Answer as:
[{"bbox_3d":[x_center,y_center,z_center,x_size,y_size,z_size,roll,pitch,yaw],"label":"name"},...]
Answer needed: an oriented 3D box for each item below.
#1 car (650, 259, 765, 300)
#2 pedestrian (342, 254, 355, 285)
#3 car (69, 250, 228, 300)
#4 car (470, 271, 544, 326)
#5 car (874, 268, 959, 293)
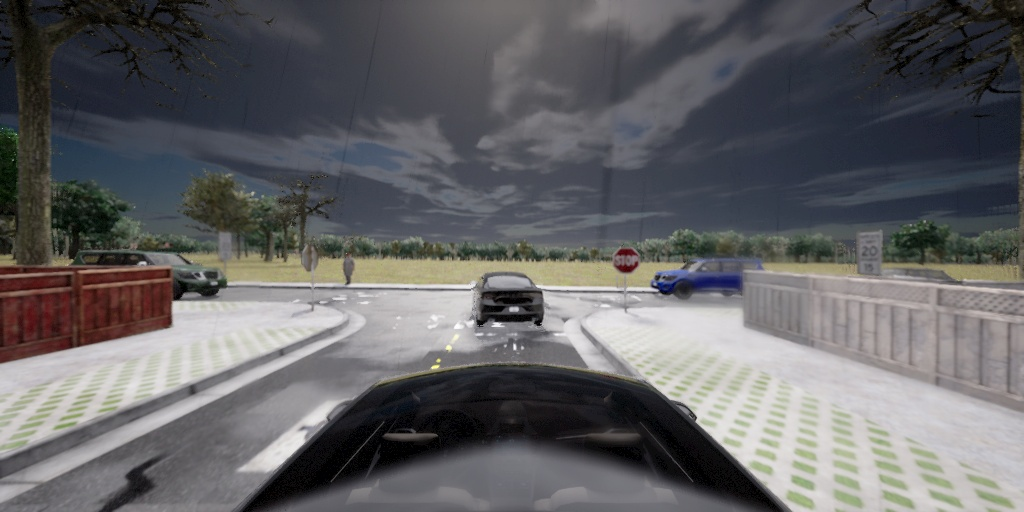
[{"bbox_3d":[10.156,1.145,18.556,5.566,2.045,2.150,1,0,0],"label":"car"},{"bbox_3d":[-9.724,0.775,21.305,0.375,1.860,0.375,0,-1,0],"label":"pedestrian"},{"bbox_3d":[-15.540,0.784,15.399,5.566,2.045,2.150,1,0,0],"label":"car"},{"bbox_3d":[-0.301,1.243,11.796,1.882,1.535,5.008,0,0,-8],"label":"car"},{"bbox_3d":[20.144,1.415,18.629,4.553,1.767,2.097,1,0,-1],"label":"car"}]
